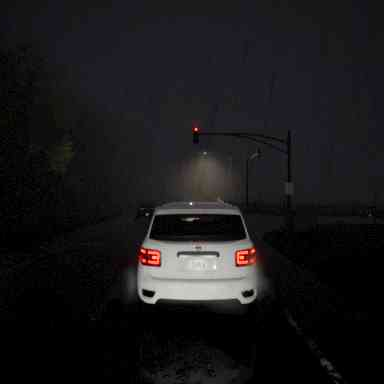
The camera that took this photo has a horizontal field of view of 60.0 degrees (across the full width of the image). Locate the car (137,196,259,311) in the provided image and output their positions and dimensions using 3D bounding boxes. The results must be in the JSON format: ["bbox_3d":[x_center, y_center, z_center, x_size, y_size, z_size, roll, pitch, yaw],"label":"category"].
[{"bbox_3d":[0.102,1.224,7.916,2.150,2.045,5.566,0,0,0],"label":"car"}]

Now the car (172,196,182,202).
[{"bbox_3d":[-3.490,1.556,77.864,1.994,1.385,4.181,0,0,0],"label":"car"}]

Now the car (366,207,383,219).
[{"bbox_3d":[19.296,1.816,31.081,5.357,1.411,2.033,1,-1,0],"label":"car"}]

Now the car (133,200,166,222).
[{"bbox_3d":[-3.396,1.500,27.805,2.128,1.511,4.902,0,0,0],"label":"car"}]
